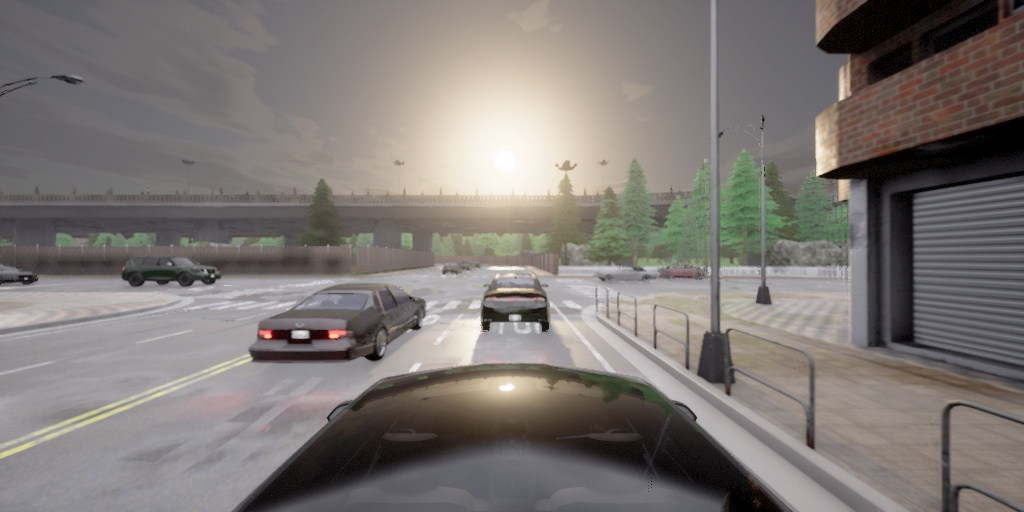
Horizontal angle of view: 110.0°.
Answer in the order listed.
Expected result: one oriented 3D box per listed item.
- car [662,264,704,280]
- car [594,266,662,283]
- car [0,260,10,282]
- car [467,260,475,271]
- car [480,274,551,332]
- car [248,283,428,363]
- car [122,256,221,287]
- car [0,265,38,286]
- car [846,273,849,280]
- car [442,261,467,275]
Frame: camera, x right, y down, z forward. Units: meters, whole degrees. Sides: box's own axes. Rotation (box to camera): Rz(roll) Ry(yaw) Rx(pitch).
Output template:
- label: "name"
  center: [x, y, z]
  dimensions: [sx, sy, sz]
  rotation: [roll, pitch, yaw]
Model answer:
- label: "car"
  center: [14.627, 1.405, 31.740]
  dimensions: [4.181, 1.385, 1.994]
  rotation: [0, 0, 3]
- label: "car"
  center: [9.018, 1.427, 28.527]
  dimensions: [4.718, 1.301, 1.895]
  rotation: [0, 0, 1]
- label: "car"
  center: [-43.556, 1.179, 28.416]
  dimensions: [4.553, 1.767, 2.097]
  rotation: [0, 0, 0]
- label: "car"
  center: [-7.132, 1.511, 53.995]
  dimensions: [1.837, 1.490, 4.892]
  rotation: [0, 0, 0]
- label: "car"
  center: [0.124, 1.287, 11.079]
  dimensions: [2.128, 1.511, 4.902]
  rotation: [0, 0, 1]
- label: "car"
  center: [-3.420, 1.330, 8.313]
  dimensions: [2.033, 1.411, 5.357]
  rotation: [0, 0, 0]
- label: "car"
  center: [-23.431, 1.031, 24.770]
  dimensions: [5.566, 2.045, 2.150]
  rotation: [0, 0, 0]
- label: "car"
  center: [-35.957, 1.314, 24.737]
  dimensions: [4.892, 1.490, 1.837]
  rotation: [0, 0, 0]
- label: "car"
  center: [27.457, 1.339, 26.067]
  dimensions: [4.674, 1.442, 1.812]
  rotation: [0, -1, 23]
- label: "car"
  center: [-7.127, 1.502, 43.287]
  dimensions: [2.033, 1.411, 5.357]
  rotation: [0, 0, 0]
